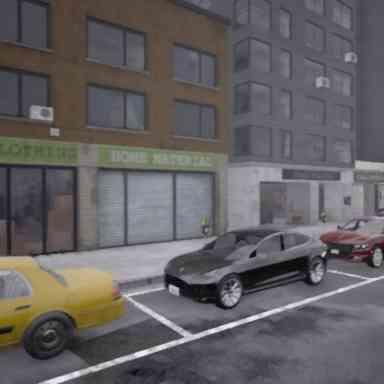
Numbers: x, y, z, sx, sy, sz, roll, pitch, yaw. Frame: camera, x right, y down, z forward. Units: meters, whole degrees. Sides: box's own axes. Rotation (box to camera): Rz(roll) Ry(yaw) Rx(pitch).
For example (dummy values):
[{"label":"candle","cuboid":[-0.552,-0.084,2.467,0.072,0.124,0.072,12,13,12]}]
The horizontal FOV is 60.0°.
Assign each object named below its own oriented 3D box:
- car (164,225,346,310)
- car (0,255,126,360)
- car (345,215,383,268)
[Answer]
[{"label":"car","cuboid":[1.424,1.542,7.785,4.313,1.339,1.947,0,0,-36]},{"label":"car","cuboid":[-3.327,1.527,4.393,4.829,1.417,1.752,0,0,-36]},{"label":"car","cuboid":[6.037,1.495,11.078,4.507,1.381,1.887,0,0,-36]}]
